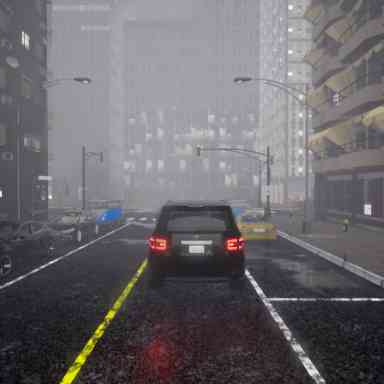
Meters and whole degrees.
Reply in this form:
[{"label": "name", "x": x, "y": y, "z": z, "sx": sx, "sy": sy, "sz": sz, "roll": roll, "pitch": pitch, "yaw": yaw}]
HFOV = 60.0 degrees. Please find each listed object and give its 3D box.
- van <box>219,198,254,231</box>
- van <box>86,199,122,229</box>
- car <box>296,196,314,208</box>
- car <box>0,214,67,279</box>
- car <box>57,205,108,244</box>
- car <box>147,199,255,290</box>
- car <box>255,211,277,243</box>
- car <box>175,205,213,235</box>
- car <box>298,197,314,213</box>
[{"label": "van", "x": 2.742, "y": 1.336, "z": 21.179, "sx": 1.690, "sy": 1.788, "sz": 3.998, "roll": -1, "pitch": 0, "yaw": 0}, {"label": "van", "x": -5.638, "y": 1.336, "z": 21.234, "sx": 1.690, "sy": 1.788, "sz": 3.998, "roll": -1, "pitch": 0, "yaw": 0}, {"label": "car", "x": 15.362, "y": 1.337, "z": 40.471, "sx": 5.009, "sy": 1.841, "sz": 2.192, "roll": 0, "pitch": 1, "yaw": 1}, {"label": "car", "x": -5.669, "y": 1.563, "z": 10.030, "sx": 1.947, "sy": 1.339, "sz": 4.313, "roll": -1, "pitch": 0, "yaw": 0}, {"label": "car", "x": -5.652, "y": 1.547, "z": 15.632, "sx": 2.008, "sy": 1.369, "sz": 4.403, "roll": -1, "pitch": 0, "yaw": 0}, {"label": "car", "x": 0.107, "y": 1.219, "z": 9.230, "sx": 2.150, "sy": 2.045, "sz": 5.566, "roll": 0, "pitch": 0, "yaw": 0}, {"label": "car", "x": 2.728, "y": 1.522, "z": 15.748, "sx": 1.752, "sy": 1.417, "sz": 4.829, "roll": -1, "pitch": 0, "yaw": 0}, {"label": "car", "x": 0.126, "y": 1.560, "z": 19.525, "sx": 1.994, "sy": 1.385, "sz": 4.181, "roll": 0, "pitch": 0, "yaw": 1}, {"label": "car", "x": 14.962, "y": 1.583, "z": 37.875, "sx": 4.674, "sy": 1.442, "sz": 1.812, "roll": 0, "pitch": 1, "yaw": -1}]
